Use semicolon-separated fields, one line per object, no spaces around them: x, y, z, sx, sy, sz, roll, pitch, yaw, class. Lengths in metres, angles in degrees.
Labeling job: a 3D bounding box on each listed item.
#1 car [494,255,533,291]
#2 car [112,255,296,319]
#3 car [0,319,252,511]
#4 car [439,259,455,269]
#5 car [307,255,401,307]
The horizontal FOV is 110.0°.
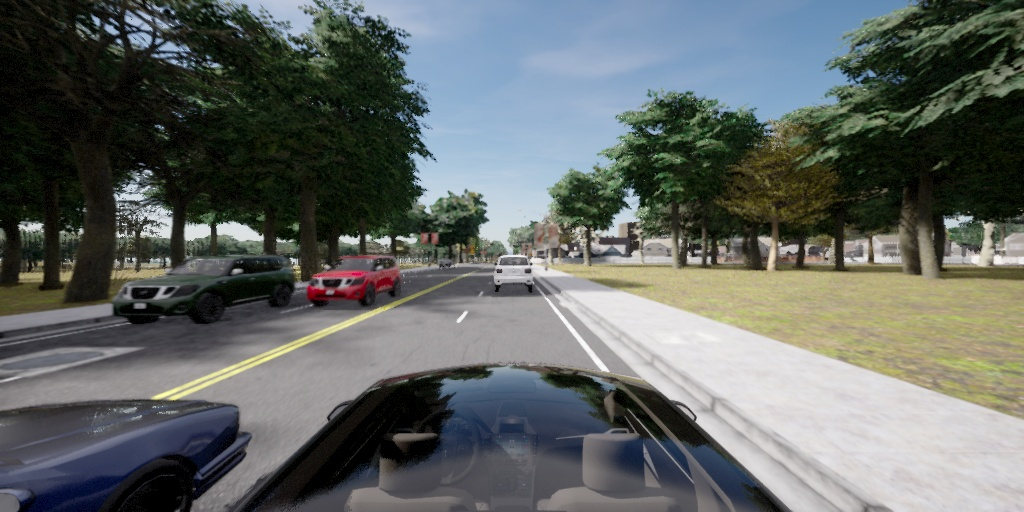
0.094;0.974;21.754;2.150;2.045;5.566;0;0;0;car
-9.855;0.971;12.260;2.150;2.045;5.566;0;0;0;car
-3.151;1.298;0.569;2.033;1.411;5.357;0;0;0;car
-9.766;1.135;54.033;1.837;1.490;4.892;0;0;0;car
-6.605;0.972;15.790;2.150;2.045;5.566;0;0;0;car
